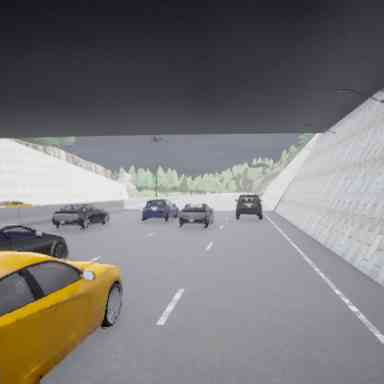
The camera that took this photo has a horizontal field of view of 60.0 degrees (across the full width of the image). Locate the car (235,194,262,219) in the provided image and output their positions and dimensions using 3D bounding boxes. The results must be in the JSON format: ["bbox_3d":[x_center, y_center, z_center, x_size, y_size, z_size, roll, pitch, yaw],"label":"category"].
[{"bbox_3d":[4.996,1.222,29.255,2.150,2.045,5.566,0,0,9],"label":"car"}]

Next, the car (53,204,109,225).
[{"bbox_3d":[-6.891,1.490,21.113,2.128,1.511,4.902,0,0,9],"label":"car"}]

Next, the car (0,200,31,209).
[{"bbox_3d":[-16.409,1.476,29.551,1.882,1.535,5.008,0,0,9],"label":"car"}]

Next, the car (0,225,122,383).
[{"bbox_3d":[-2.457,1.477,4.097,1.882,1.535,5.008,0,0,9],"label":"car"}]

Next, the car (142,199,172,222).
[{"bbox_3d":[-2.459,1.351,26.854,2.097,1.767,4.553,0,0,9],"label":"car"}]

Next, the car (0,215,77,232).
[{"bbox_3d":[-5.213,1.563,9.142,1.994,1.385,4.181,0,0,9],"label":"car"}]

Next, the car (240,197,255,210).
[{"bbox_3d":[7.135,1.477,43.074,1.882,1.535,5.008,0,0,9],"label":"car"}]

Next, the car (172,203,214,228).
[{"bbox_3d":[0.372,1.491,22.264,2.128,1.511,4.902,0,0,9],"label":"car"}]
